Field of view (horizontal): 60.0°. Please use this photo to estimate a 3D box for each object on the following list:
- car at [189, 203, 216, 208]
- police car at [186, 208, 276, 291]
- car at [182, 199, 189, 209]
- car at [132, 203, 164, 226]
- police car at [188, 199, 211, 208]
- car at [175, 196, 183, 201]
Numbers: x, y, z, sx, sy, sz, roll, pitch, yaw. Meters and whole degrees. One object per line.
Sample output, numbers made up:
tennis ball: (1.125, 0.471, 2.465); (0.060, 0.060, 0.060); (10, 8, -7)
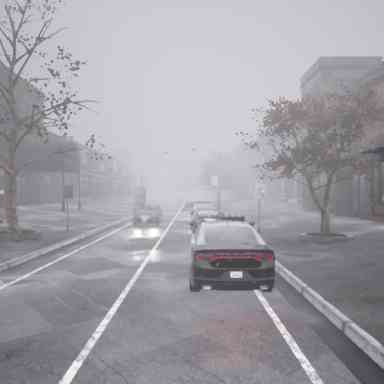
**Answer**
car: (0.863, 1.605, 19.122); (1.812, 1.442, 4.674); (0, 0, 0)
police car: (0.882, 1.460, 9.232); (1.930, 1.638, 5.238); (0, 0, 0)
car: (-0.070, 1.721, 47.752); (1.812, 1.442, 4.674); (0, 0, 0)
car: (-3.148, 1.594, 24.477); (2.128, 1.511, 4.902); (0, 0, 0)
police car: (0.850, 1.531, 25.232); (1.930, 1.638, 5.238); (0, 0, 0)
car: (-3.164, 1.615, 83.896); (2.033, 1.411, 5.357); (0, 0, 0)
